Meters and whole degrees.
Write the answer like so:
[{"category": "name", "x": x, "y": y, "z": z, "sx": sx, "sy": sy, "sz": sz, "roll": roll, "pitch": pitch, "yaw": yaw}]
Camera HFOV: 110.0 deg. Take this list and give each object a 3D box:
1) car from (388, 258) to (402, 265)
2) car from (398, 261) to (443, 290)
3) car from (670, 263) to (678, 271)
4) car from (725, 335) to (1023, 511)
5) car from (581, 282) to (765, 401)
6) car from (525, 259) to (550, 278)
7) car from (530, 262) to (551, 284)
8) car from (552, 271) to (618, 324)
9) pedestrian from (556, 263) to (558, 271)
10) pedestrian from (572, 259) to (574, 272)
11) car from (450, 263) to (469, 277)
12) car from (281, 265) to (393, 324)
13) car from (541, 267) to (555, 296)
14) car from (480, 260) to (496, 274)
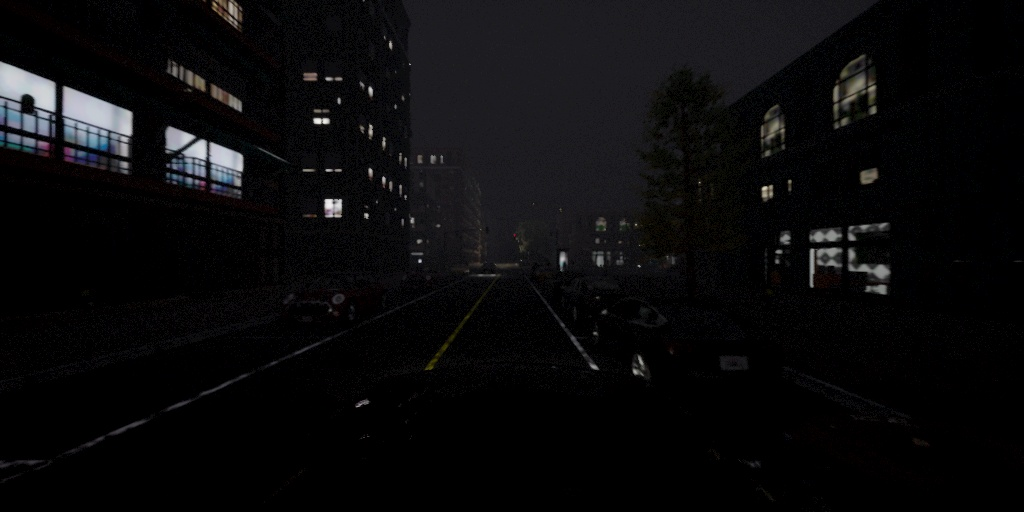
[{"category": "car", "x": -17.296, "y": 1.294, "z": 53.876, "sx": 5.009, "sy": 1.841, "sz": 2.192, "roll": 0, "pitch": 0, "yaw": 0}, {"category": "car", "x": -5.698, "y": 1.304, "z": 23.031, "sx": 1.967, "sy": 1.591, "sz": 4.097, "roll": 0, "pitch": 0, "yaw": 0}, {"category": "car", "x": 26.128, "y": 1.707, "z": 54.147, "sx": 4.507, "sy": 1.381, "sz": 1.888, "roll": 0, "pitch": 0, "yaw": 0}, {"category": "car", "x": 2.691, "y": 1.328, "z": 0.877, "sx": 1.802, "sy": 1.307, "sz": 4.207, "roll": 0, "pitch": 0, "yaw": 0}, {"category": "car", "x": 2.689, "y": 1.340, "z": 6.417, "sx": 1.948, "sy": 1.339, "sz": 4.313, "roll": 0, "pitch": 0, "yaw": 0}, {"category": "car", "x": 2.679, "y": 1.240, "z": 34.113, "sx": 2.192, "sy": 1.841, "sz": 5.009, "roll": 0, "pitch": 0, "yaw": 0}, {"category": "car", "x": 2.680, "y": 1.420, "z": 28.743, "sx": 1.751, "sy": 1.417, "sz": 4.829, "roll": 0, "pitch": 0, "yaw": 0}, {"category": "car", "x": 2.687, "y": 1.355, "z": 11.954, "sx": 2.007, "sy": 1.370, "sz": 4.403, "roll": 0, "pitch": 0, "yaw": 0}, {"category": "pedestrian", "x": 6.117, "y": 1.146, "z": 48.664, "sx": 0.375, "sy": 1.860, "sz": 0.375, "roll": 0, "pitch": 0, "yaw": 0}, {"category": "pedestrian", "x": 8.118, "y": 1.251, "z": 48.064, "sx": 0.375, "sy": 1.860, "sz": 0.375, "roll": 0, "pitch": 0, "yaw": 0}, {"category": "car", "x": -5.705, "y": 1.480, "z": 39.480, "sx": 1.751, "sy": 1.417, "sz": 4.829, "roll": 0, "pitch": 0, "yaw": 0}, {"category": "car", "x": -5.694, "y": 1.244, "z": 11.952, "sx": 1.967, "sy": 1.591, "sz": 4.097, "roll": 0, "pitch": 0, "yaw": 0}, {"category": "car", "x": 2.684, "y": 1.401, "z": 17.494, "sx": 1.948, "sy": 1.339, "sz": 4.313, "roll": 0, "pitch": 0, "yaw": 0}, {"category": "car", "x": -3.016, "y": 1.542, "z": 46.336, "sx": 2.033, "sy": 1.411, "sz": 5.357, "roll": 0, "pitch": 0, "yaw": 0}]
